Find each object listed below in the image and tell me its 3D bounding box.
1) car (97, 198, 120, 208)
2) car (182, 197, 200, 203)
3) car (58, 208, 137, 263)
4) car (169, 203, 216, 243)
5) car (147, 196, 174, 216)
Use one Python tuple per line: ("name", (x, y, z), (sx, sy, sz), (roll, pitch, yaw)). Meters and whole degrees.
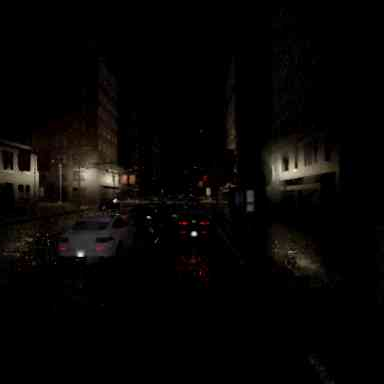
("car", (-9.791, 1.469, 39.407), (2.128, 1.511, 4.902), (0, 0, 0))
("car", (0.057, 1.502, 32.441), (1.812, 1.442, 4.674), (0, 0, 0))
("car", (-3.159, 1.515, 11.739), (1.812, 1.442, 4.674), (0, 0, 0))
("car", (0.087, 1.488, 16.051), (1.837, 1.490, 4.892), (0, -1, 0))
("car", (-3.179, 1.469, 31.811), (2.128, 1.511, 4.902), (0, 0, 0))
